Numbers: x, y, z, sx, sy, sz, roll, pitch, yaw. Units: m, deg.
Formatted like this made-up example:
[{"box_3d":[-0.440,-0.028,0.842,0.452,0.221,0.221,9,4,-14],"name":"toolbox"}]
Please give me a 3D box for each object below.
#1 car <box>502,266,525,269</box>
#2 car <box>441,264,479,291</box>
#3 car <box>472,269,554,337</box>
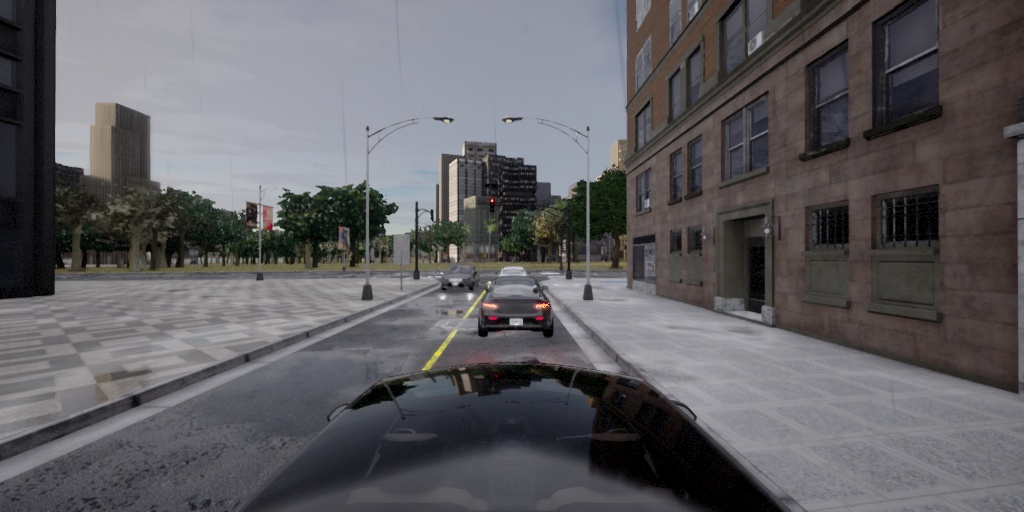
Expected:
[{"box_3d":[0.064,1.274,19.208,1.812,1.442,4.674,0,0,0],"name":"car"},{"box_3d":[-3.051,1.240,21.786,2.128,1.511,4.902,0,0,0],"name":"car"},{"box_3d":[0.083,1.275,10.148,1.812,1.442,4.674,0,0,0],"name":"car"}]
